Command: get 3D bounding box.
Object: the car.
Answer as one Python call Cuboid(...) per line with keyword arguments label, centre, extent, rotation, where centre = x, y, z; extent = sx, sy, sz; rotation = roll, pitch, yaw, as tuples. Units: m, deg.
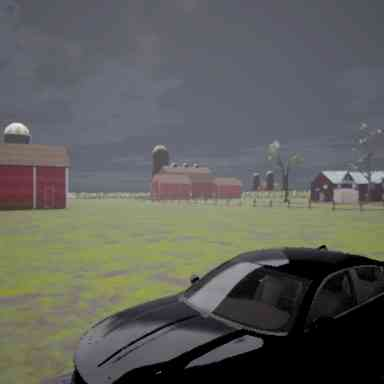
Cuboid(label="car", centre=(1.144, 1.484, 4.050), extent=(5.008, 1.535, 1.882), rotation=(0, 0, -37))
